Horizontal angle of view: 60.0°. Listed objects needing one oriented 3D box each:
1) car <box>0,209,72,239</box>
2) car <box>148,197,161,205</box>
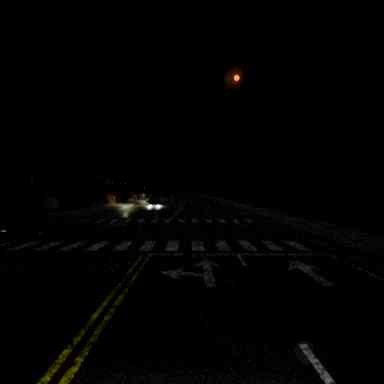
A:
[{"bbox_3d":[-8.584,1.532,15.722,5.357,1.411,2.033,0,0,-32],"label":"car"},{"bbox_3d":[-6.506,1.494,57.971,1.895,1.301,4.718,0,0,0],"label":"car"}]
